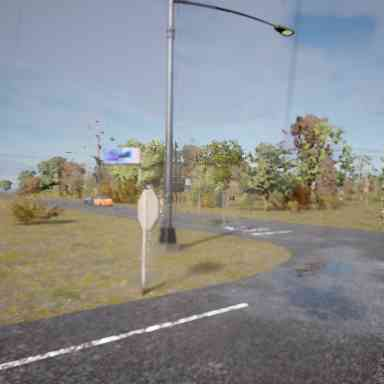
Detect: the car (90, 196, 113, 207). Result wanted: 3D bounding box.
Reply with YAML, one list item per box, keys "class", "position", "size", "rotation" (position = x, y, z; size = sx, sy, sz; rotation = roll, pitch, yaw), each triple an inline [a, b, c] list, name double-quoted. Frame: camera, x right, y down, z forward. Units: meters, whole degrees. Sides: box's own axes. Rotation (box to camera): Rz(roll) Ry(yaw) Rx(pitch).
- class: "car"
  position: [-14.739, 1.503, 55.010]
  size: [2.097, 1.767, 4.553]
  rotation: [1, -1, -33]

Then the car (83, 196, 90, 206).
- class: "car"
  position: [-17.956, 1.494, 59.719]
  size: [2.097, 1.767, 4.553]
  rotation: [1, -1, -34]
